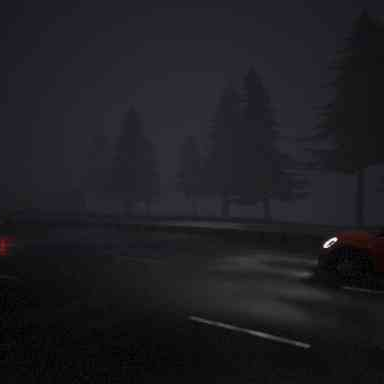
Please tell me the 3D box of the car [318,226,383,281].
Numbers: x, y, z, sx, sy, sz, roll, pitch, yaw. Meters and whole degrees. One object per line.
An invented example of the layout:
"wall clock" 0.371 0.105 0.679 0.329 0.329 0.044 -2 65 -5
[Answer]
"car" 5.607 1.330 8.262 4.553 1.767 2.097 0 0 35

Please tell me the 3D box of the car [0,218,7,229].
"car" -12.480 1.618 17.987 4.718 1.301 1.895 0 0 22
